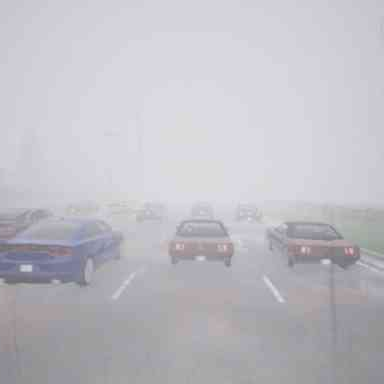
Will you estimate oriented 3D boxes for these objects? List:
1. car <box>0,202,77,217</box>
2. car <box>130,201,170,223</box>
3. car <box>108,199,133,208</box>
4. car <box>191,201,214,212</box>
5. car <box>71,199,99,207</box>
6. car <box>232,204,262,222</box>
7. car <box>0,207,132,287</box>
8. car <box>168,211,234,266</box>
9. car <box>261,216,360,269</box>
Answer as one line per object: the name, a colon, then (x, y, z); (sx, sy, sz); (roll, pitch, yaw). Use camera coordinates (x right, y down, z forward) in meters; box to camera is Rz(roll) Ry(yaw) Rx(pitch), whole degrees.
car: (-6.598, 1.361, 13.364); (1.837, 1.490, 4.892); (1, 0, 2)
car: (-2.787, 1.461, 24.447); (2.033, 1.411, 5.357); (1, 0, 2)
car: (-6.090, 1.320, 29.802); (1.882, 1.535, 5.008); (1, 0, 2)
car: (0.885, 1.503, 29.044); (1.812, 1.442, 4.674); (1, 0, 2)
car: (-9.609, 1.301, 29.363); (1.812, 1.442, 4.674); (1, 0, 2)
car: (4.296, 1.647, 26.501); (1.895, 1.301, 4.718); (1, 0, 2)
car: (-3.253, 1.403, 9.228); (1.882, 1.535, 5.008); (1, 0, 3)
car: (0.341, 1.591, 11.625); (1.895, 1.301, 4.718); (1, 0, 2)
car: (3.838, 1.659, 11.508); (1.895, 1.301, 4.718); (1, 0, 2)
